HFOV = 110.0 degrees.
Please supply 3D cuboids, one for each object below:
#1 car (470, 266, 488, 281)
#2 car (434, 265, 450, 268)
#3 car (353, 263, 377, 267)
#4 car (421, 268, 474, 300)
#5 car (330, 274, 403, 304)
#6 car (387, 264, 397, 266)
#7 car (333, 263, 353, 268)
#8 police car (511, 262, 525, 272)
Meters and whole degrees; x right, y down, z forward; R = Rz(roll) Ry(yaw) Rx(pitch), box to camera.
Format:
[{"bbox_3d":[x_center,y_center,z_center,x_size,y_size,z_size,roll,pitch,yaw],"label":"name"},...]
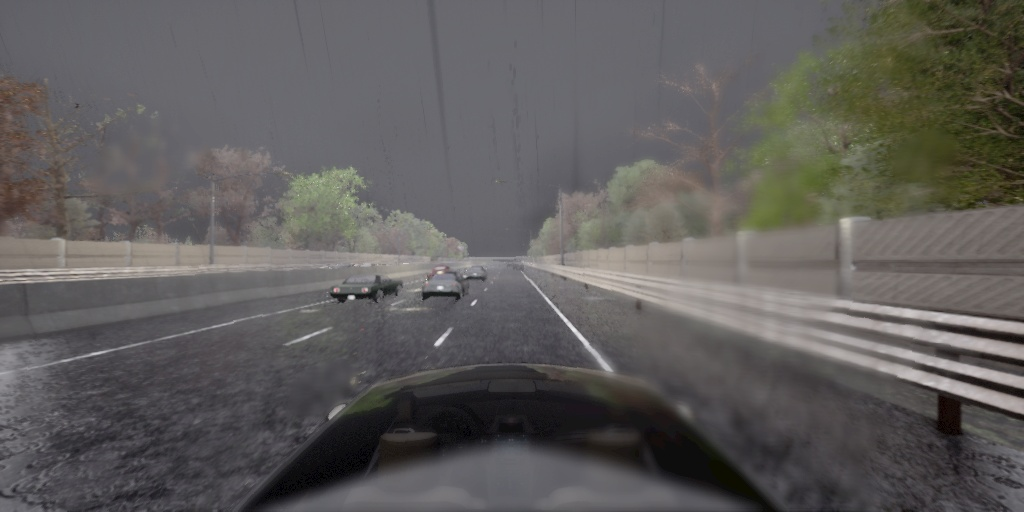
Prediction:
[{"bbox_3d":[-3.394,1.670,34.789,1.994,1.385,4.181,0,-1,0],"label":"car"},{"bbox_3d":[-6.895,1.638,35.380,1.812,1.442,4.674,0,-1,0],"label":"car"},{"bbox_3d":[-21.039,1.829,52.652,1.812,1.442,4.674,0,-1,0],"label":"car"},{"bbox_3d":[-3.397,1.497,18.988,1.994,1.385,4.181,0,-1,0],"label":"car"},{"bbox_3d":[-6.896,1.519,17.629,1.895,1.301,4.718,0,-1,0],"label":"car"},{"bbox_3d":[-17.545,1.866,52.524,1.994,1.385,4.181,0,-1,0],"label":"car"},{"bbox_3d":[-24.539,1.794,52.630,2.128,1.511,4.902,0,-1,1],"label":"car"},{"bbox_3d":[1.234,1.847,62.305,1.930,1.638,5.238,0,-1,0],"label":"police car"}]
